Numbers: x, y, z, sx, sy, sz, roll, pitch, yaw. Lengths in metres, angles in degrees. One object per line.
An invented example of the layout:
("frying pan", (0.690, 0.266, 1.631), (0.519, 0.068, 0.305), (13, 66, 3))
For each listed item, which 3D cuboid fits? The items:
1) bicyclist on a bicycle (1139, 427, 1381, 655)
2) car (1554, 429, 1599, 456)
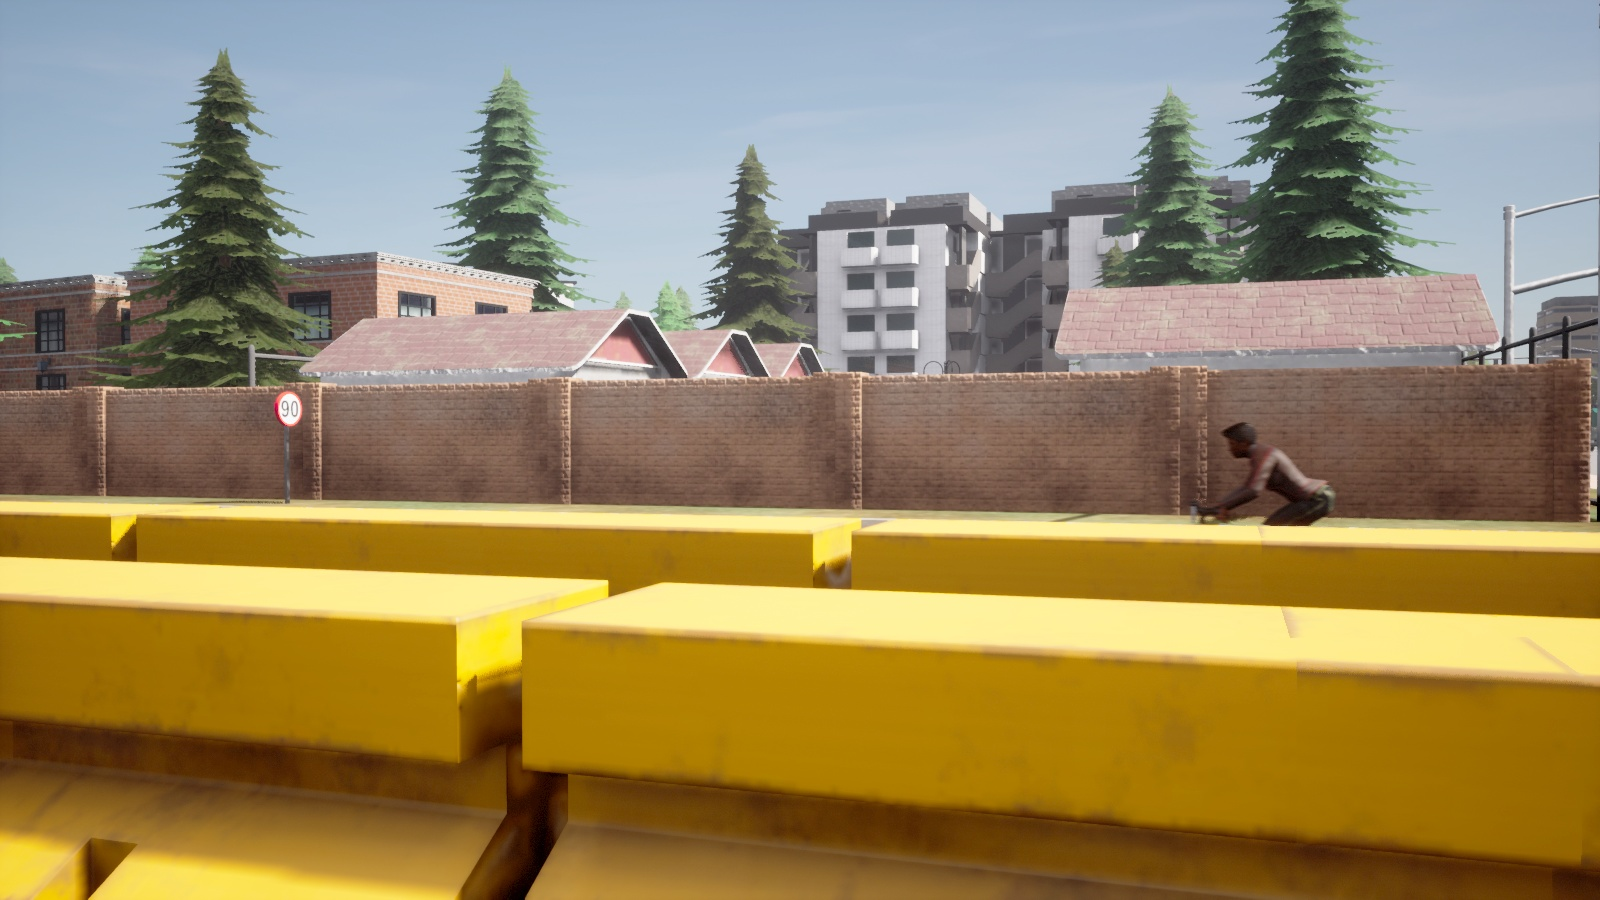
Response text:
("bicyclist on a bicycle", (3.419, 0.641, 9.427), (1.656, 1.620, 0.582), (0, 1, 19))
("car", (50.152, -0.497, 80.589), (2.152, 1.651, 5.027), (1, 1, 20))
